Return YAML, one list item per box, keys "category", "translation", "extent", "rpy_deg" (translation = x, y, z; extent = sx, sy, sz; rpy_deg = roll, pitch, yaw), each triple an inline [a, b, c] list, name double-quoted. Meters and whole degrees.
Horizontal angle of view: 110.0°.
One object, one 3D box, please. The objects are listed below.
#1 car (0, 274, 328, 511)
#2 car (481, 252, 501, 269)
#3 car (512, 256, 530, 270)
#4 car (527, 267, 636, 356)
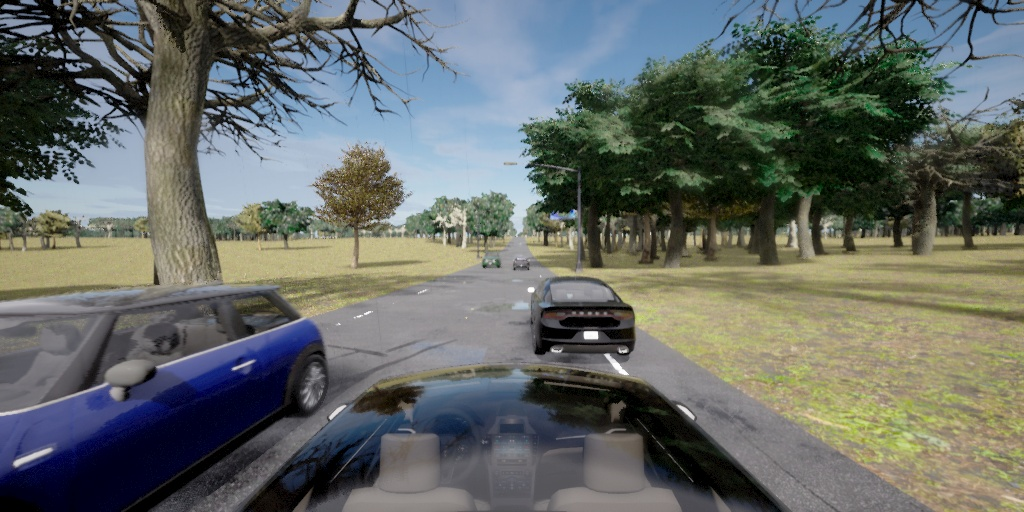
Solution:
- category: "car"
  translation: [-3.543, 1.100, 2.886]
  extent: [2.097, 1.767, 4.553]
  rpy_deg: [0, 0, 1]
- category: "car"
  translation: [-2.513, 0.500, 44.992]
  extent: [2.150, 2.045, 5.566]
  rpy_deg: [0, 1, 1]
- category: "car"
  translation: [1.091, 0.830, 41.731]
  extent: [2.128, 1.511, 4.902]
  rpy_deg: [0, 1, 2]
- category: "car"
  translation: [1.423, 1.212, 8.658]
  extent: [1.882, 1.535, 5.008]
  rpy_deg: [0, 0, 1]
